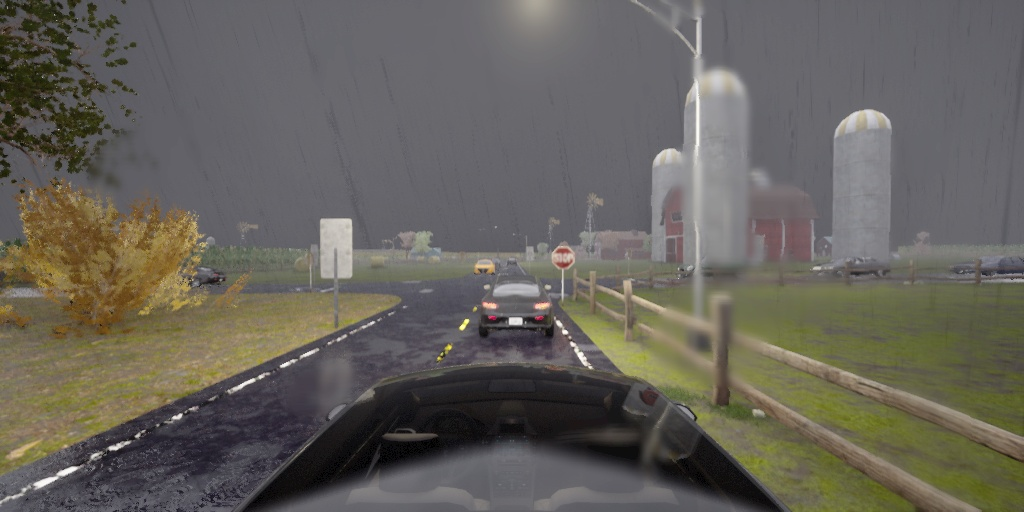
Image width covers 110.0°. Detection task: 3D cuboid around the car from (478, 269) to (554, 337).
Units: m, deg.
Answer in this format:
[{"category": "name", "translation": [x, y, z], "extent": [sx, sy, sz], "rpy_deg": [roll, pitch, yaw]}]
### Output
[{"category": "car", "translation": [0.146, 1.258, 10.141], "extent": [1.812, 1.442, 4.674], "rpy_deg": [0, 0, 2]}]

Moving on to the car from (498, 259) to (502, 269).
[{"category": "car", "translation": [-2.822, 1.221, 50.228], "extent": [2.033, 1.411, 5.357], "rpy_deg": [0, 0, 0]}]

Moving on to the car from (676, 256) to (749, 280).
[{"category": "car", "translation": [14.297, 0.807, 25.851], "extent": [4.553, 1.767, 2.097], "rpy_deg": [-1, 1, 0]}]

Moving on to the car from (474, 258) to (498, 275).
[{"category": "car", "translation": [-2.849, 1.165, 37.883], "extent": [1.882, 1.535, 5.008], "rpy_deg": [0, 0, 0]}]

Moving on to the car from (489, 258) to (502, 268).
[{"category": "car", "translation": [-2.773, 1.169, 60.683], "extent": [1.837, 1.490, 4.892], "rpy_deg": [0, 0, 1]}]

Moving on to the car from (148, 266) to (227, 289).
[{"category": "car", "translation": [-23.227, 1.509, 25.604], "extent": [4.892, 1.490, 1.837], "rpy_deg": [-1, 1, 0]}]

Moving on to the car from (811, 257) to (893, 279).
[{"category": "car", "translation": [24.465, 0.801, 25.924], "extent": [4.902, 1.511, 2.128], "rpy_deg": [-1, 1, 0]}]

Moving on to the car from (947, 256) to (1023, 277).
[{"category": "car", "translation": [35.090, 0.708, 25.990], "extent": [5.357, 1.411, 2.033], "rpy_deg": [-1, 1, 0]}]
